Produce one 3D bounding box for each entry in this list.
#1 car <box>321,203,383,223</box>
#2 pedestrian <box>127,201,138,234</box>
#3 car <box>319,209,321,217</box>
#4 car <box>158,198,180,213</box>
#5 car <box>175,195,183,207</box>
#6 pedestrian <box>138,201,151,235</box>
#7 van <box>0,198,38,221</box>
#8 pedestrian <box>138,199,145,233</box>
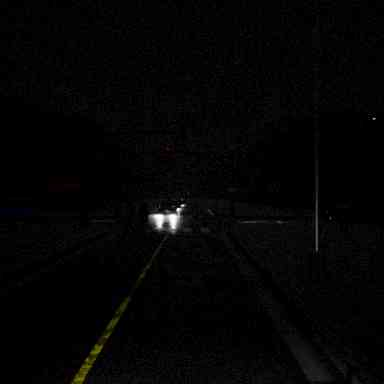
[{"bbox_3d":[12.373,1.588,24.379,4.718,1.301,1.895,0,0,0],"label":"car"},{"bbox_3d":[-3.250,1.310,17.902,0.375,1.860,0.375,0,0,0],"label":"pedestrian"},{"bbox_3d":[12.359,1.543,26.913,4.403,1.369,2.008,0,0,0],"label":"car"},{"bbox_3d":[-2.708,1.656,37.694,1.895,1.301,4.718,0,0,0],"label":"car"},{"bbox_3d":[-2.664,1.604,49.442,1.812,1.442,4.674,0,0,1],"label":"car"},{"bbox_3d":[-2.482,1.308,17.300,0.375,1.860,0.375,0,0,0],"label":"pedestrian"},{"bbox_3d":[-14.644,1.401,26.884,3.998,1.788,1.690,0,0,0],"label":"van"},{"bbox_3d":[-2.809,1.310,18.511,0.375,1.860,0.375,0,0,0],"label":"pedestrian"}]
